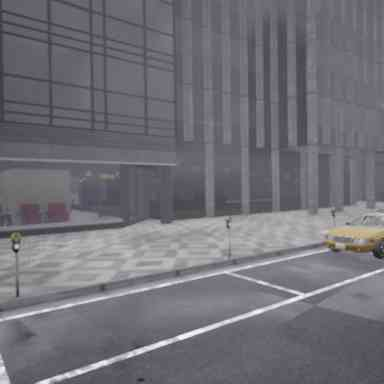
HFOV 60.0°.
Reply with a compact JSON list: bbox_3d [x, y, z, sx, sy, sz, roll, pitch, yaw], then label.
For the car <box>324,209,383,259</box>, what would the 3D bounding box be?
[{"bbox_3d":[6.552,1.314,11.655,4.829,1.417,1.752,-1,0,-35],"label":"car"}]
